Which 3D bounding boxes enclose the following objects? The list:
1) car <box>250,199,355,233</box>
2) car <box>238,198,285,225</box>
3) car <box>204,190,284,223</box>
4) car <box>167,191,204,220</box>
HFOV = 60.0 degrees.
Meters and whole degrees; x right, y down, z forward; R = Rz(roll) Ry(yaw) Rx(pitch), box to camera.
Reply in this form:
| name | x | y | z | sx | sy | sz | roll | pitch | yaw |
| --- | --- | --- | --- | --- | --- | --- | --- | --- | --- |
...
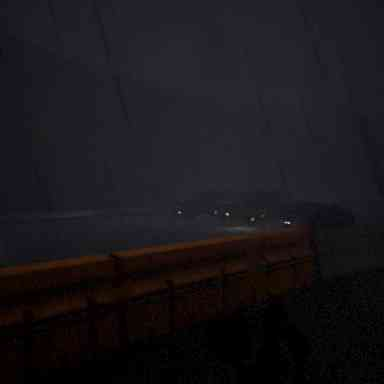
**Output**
| name | x | y | z | sx | sy | sz | roll | pitch | yaw |
| --- | --- | --- | --- | --- | --- | --- | --- | --- | --- |
| car | 5.410 | 1.235 | 15.408 | 4.902 | 1.511 | 2.128 | -1 | 1 | -29 |
| car | 5.076 | 1.269 | 19.225 | 4.181 | 1.385 | 1.994 | -1 | 1 | -29 |
| car | 3.936 | 0.905 | 22.634 | 5.566 | 2.045 | 2.150 | -1 | 1 | -29 |
| car | 0.881 | 0.926 | 24.932 | 5.566 | 2.045 | 2.150 | -1 | 1 | -29 |
